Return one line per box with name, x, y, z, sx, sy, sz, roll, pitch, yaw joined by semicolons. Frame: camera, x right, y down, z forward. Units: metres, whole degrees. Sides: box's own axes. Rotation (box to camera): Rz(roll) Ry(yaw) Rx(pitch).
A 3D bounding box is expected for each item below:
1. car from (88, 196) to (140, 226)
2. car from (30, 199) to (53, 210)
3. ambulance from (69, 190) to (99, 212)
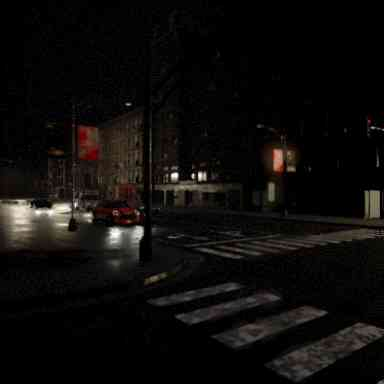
car;-5.515;1.387;23.943;2.097;1.767;4.553;0;0;-36
car;-19.565;1.567;43.236;1.895;1.301;4.718;0;0;-36
ambulance;-12.377;1.032;39.003;2.351;2.431;6.366;0;0;-36
